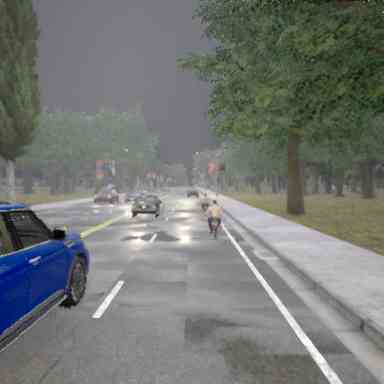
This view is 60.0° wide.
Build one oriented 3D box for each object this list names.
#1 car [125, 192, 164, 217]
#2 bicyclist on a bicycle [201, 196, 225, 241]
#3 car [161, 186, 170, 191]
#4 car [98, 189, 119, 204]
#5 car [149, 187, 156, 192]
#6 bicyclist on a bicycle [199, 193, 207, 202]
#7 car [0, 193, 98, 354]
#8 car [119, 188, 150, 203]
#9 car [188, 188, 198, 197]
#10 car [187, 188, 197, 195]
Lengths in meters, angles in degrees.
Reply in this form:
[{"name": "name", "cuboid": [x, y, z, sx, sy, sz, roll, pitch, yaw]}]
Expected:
[{"name": "car", "cuboid": [-3.124, 0.978, 24.160, 2.033, 1.411, 5.357, 0, 1, 0]}, {"name": "bicyclist on a bicycle", "cuboid": [0.928, 1.113, 13.650, 0.866, 1.612, 1.509, 0, 1, 0]}, {"name": "car", "cuboid": [-6.413, -0.785, 80.014, 2.097, 1.767, 4.553, 0, 1, 0]}, {"name": "car", "cuboid": [-9.799, 0.450, 38.348, 2.097, 1.767, 4.553, 0, 1, 0]}, {"name": "car", "cuboid": [-9.663, -0.568, 79.577, 1.812, 1.442, 4.674, 0, 1, 0]}, {"name": "bicyclist on a bicycle", "cuboid": [0.938, 0.891, 23.107, 0.866, 1.612, 1.509, 0, 1, 0]}, {"name": "car", "cuboid": [-3.145, 1.116, 4.351, 2.150, 2.045, 5.566, 0, 1, 0]}, {"name": "car", "cuboid": [-6.550, 0.589, 38.441, 2.128, 1.511, 4.902, 0, 1, 0]}, {"name": "car", "cuboid": [0.165, 0.131, 58.518, 1.837, 1.490, 4.892, 0, 1, 0]}, {"name": "car", "cuboid": [0.081, -0.209, 74.107, 2.128, 1.511, 4.902, 0, 1, 0]}]
